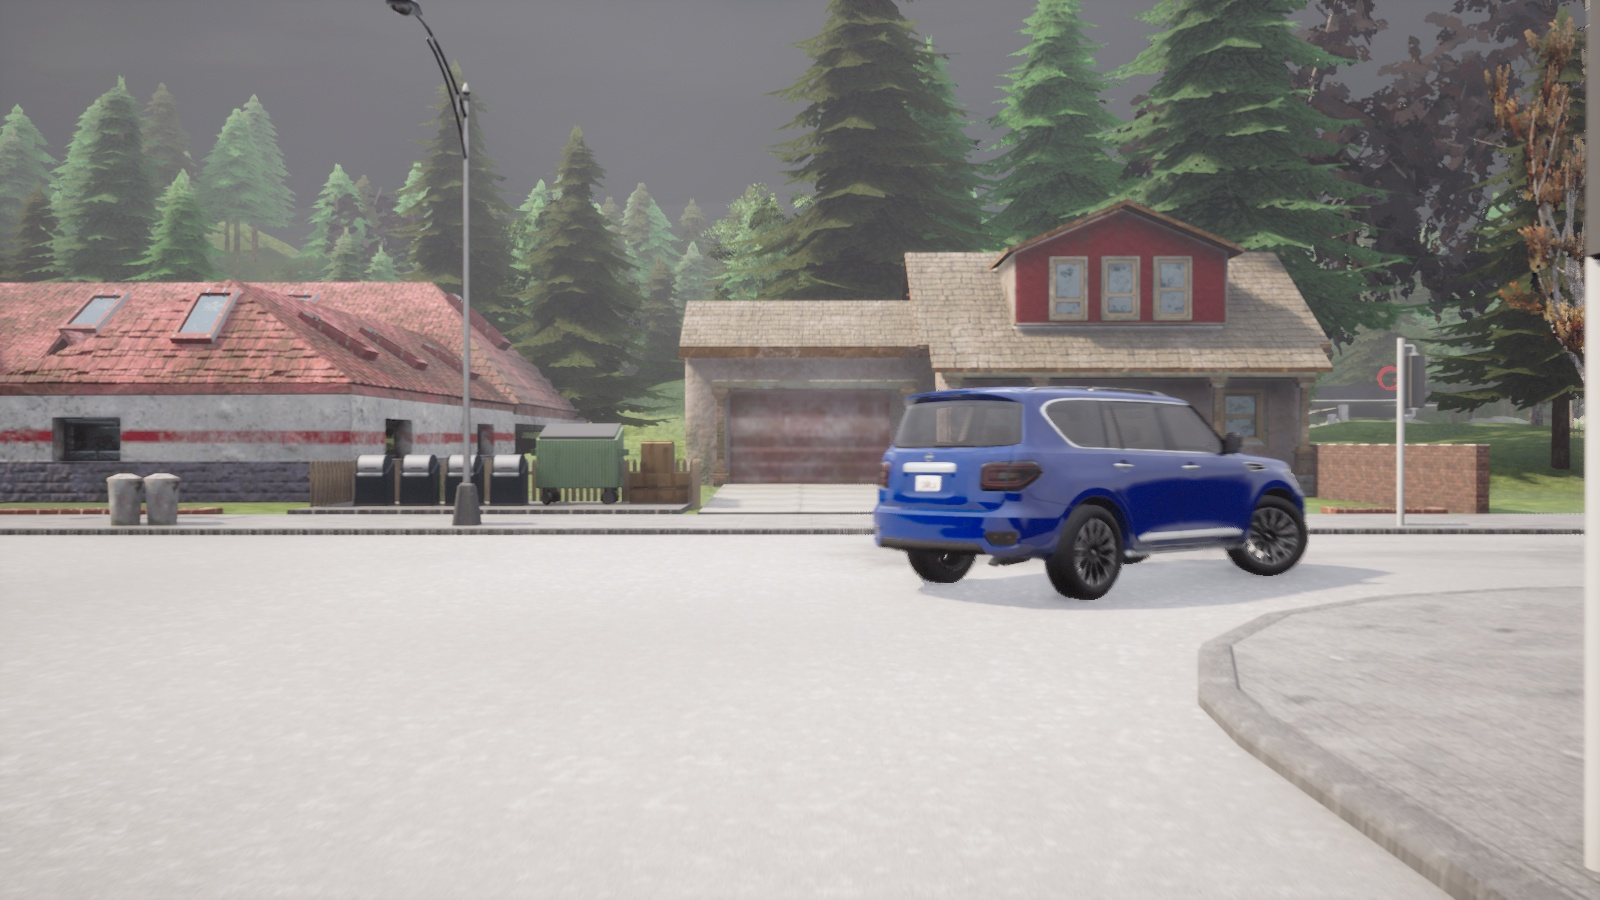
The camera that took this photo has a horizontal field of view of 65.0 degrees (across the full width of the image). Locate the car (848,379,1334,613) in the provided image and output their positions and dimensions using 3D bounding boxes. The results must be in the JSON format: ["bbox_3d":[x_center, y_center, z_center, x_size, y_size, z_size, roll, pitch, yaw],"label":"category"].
[{"bbox_3d":[3.320,0.392,13.542,5.566,2.045,2.150,0,0,-39],"label":"car"}]
